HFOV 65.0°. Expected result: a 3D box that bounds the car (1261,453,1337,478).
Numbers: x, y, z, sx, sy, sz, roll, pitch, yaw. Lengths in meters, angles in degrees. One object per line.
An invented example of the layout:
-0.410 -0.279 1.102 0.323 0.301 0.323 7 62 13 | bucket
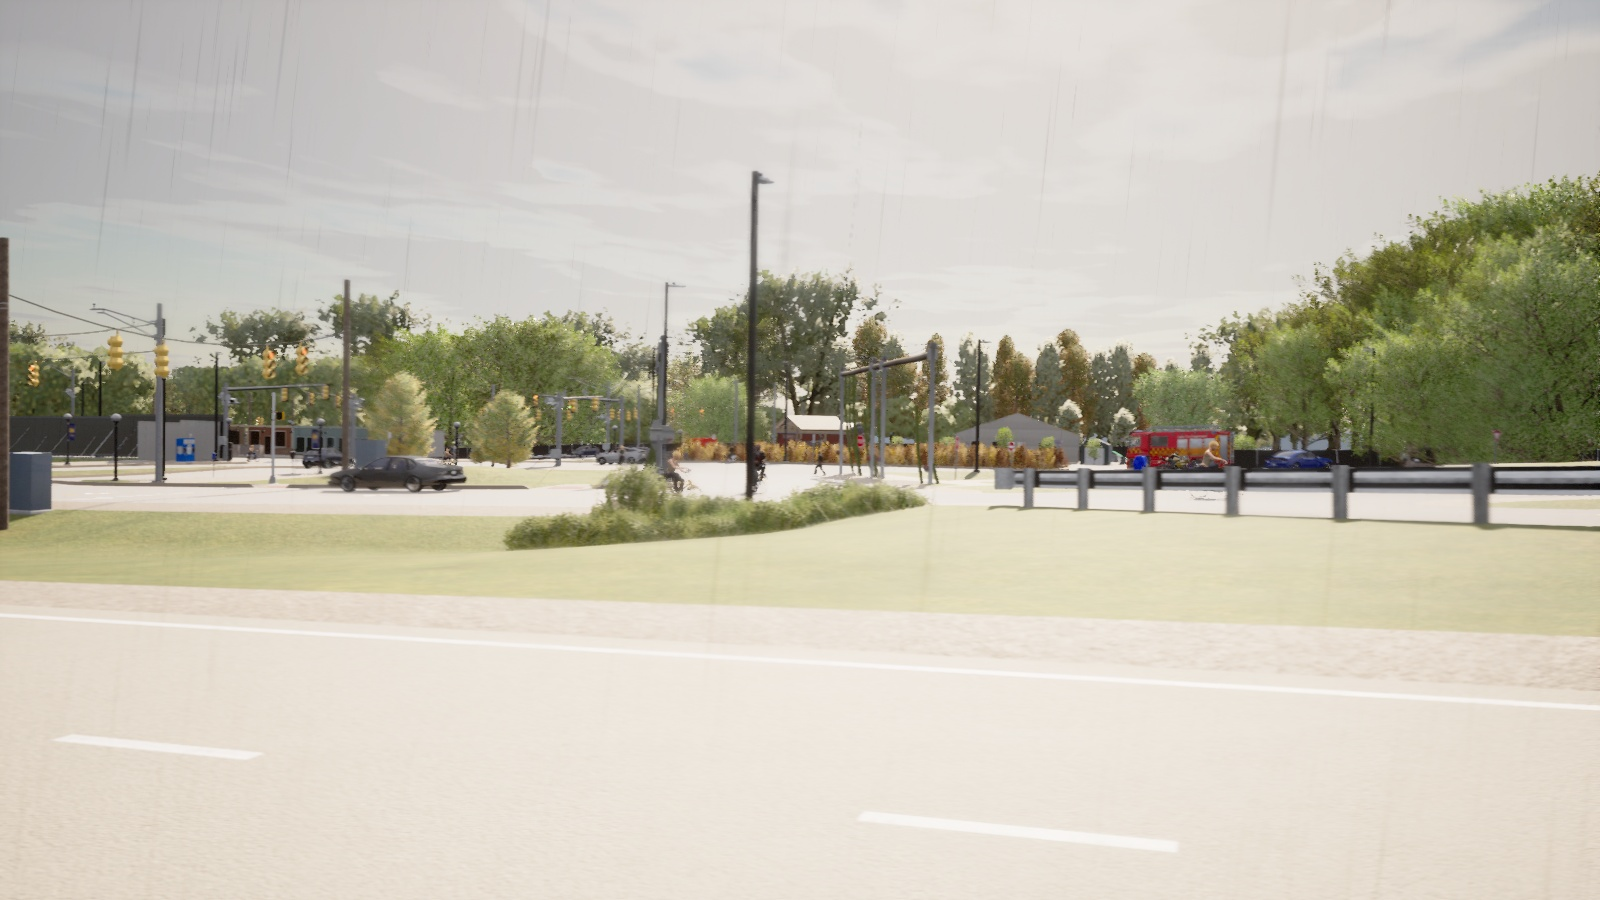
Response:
32.979 1.032 82.922 5.008 1.535 1.882 0 2 -29 | car

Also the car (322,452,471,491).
-15.733 0.802 48.966 5.357 1.411 2.033 0 1 18 | car

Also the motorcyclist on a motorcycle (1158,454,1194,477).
25.156 1.062 84.069 2.191 1.530 0.866 0 -1 5 | motorcyclist on a motorcycle
